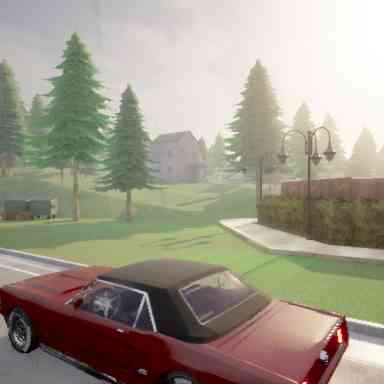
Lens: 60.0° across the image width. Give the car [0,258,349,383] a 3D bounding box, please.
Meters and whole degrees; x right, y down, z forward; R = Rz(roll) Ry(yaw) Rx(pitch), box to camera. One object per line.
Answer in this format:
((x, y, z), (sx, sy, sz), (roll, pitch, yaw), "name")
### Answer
((-0.631, 1.601, 4.439), (4.718, 1.301, 1.895), (0, 0, 36), "car")
